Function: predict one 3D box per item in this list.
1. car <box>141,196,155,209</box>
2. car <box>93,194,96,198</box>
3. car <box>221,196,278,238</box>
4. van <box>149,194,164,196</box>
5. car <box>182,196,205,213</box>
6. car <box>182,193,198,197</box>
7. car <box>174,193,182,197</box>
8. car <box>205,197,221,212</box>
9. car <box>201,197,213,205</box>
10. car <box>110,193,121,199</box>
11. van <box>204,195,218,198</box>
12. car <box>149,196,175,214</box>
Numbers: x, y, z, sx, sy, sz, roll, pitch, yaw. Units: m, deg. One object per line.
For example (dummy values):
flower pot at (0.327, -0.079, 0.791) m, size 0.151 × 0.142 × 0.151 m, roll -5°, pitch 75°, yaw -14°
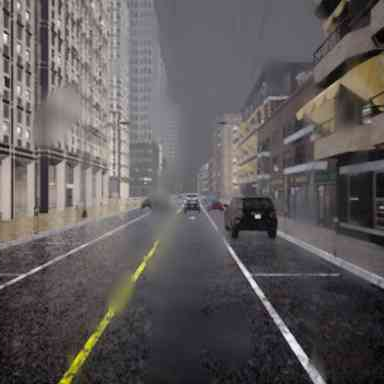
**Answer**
car at (-5.687, 1.558, 44.492) m, size 1.947 × 1.339 × 4.313 m, roll 0°, pitch 0°, yaw 0°
car at (-26.703, 1.113, 89.152) m, size 4.206 × 1.307 × 1.802 m, roll 1°, pitch -1°, yaw 0°
car at (3.001, 1.218, 17.843) m, size 2.150 × 2.045 × 5.566 m, roll 0°, pitch 0°, yaw 0°
van at (-5.688, 1.334, 50.141) m, size 1.690 × 1.788 × 3.998 m, roll 0°, pitch 0°, yaw 0°
car at (0.056, 1.539, 37.474) m, size 2.033 × 1.411 × 5.357 m, roll 0°, pitch 0°, yaw 0°
car at (0.004, 1.215, 49.163) m, size 2.150 × 2.045 × 5.566 m, roll 0°, pitch 0°, yaw 0°
car at (-2.996, 0.972, 75.881) m, size 2.097 × 1.767 × 4.553 m, roll 0°, pitch 0°, yaw 0°
car at (2.692, 1.573, 38.843) m, size 1.802 × 1.307 × 4.206 m, roll 0°, pitch 0°, yaw 0°
car at (2.694, 1.546, 61.437) m, size 2.008 × 1.369 × 4.403 m, roll 0°, pitch 0°, yaw 0°
car at (-21.126, 1.078, 89.167) m, size 4.097 × 1.590 × 1.967 m, roll 1°, pitch -1°, yaw 0°
van at (2.693, 1.333, 44.491) m, size 1.690 × 1.788 × 3.998 m, roll 0°, pitch 0°, yaw 0°
car at (-3.092, 1.496, 35.187) m, size 1.837 × 1.490 × 4.892 m, roll 0°, pitch 0°, yaw 0°
